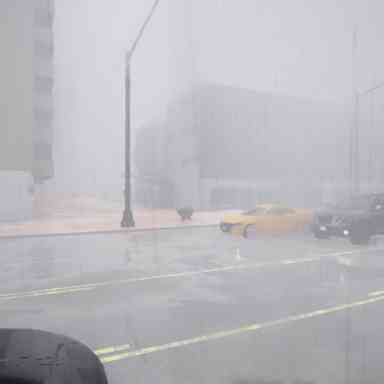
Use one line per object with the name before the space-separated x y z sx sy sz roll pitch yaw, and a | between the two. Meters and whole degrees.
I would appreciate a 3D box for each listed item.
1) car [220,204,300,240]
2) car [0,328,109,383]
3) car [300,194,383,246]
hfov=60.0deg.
car | 3.761 1.405 16.820 5.008 1.535 1.882 -1 0 -26
car | -2.932 1.477 1.630 5.008 1.535 1.882 0 0 -26
car | 7.879 1.111 14.938 5.566 2.045 2.150 -1 0 -26
